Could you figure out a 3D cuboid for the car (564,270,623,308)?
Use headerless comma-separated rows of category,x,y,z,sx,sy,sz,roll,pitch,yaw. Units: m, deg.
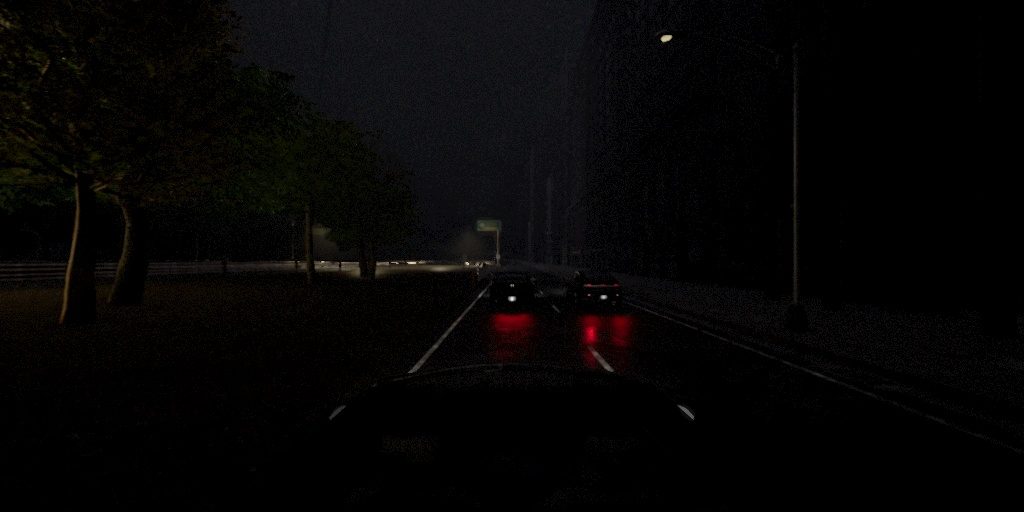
car,3.512,1.376,16.132,2.128,1.511,4.902,0,0,0

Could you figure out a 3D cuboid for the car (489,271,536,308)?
car,0.012,1.391,16.152,1.837,1.490,4.892,0,0,0
